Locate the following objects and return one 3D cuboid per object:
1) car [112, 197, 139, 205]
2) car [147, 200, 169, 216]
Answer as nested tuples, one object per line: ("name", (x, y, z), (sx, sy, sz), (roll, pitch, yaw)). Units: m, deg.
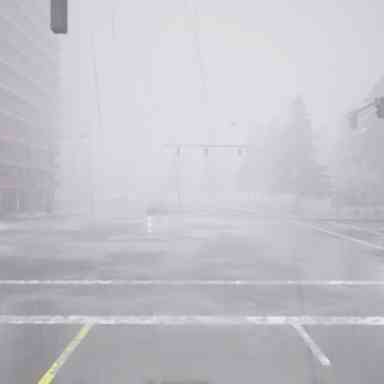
("car", (-11.252, 1.570, 56.677), (4.718, 1.301, 1.895), (0, 0, 31))
("car", (-3.302, 1.551, 32.018), (1.812, 1.442, 4.674), (0, 1, -6))
